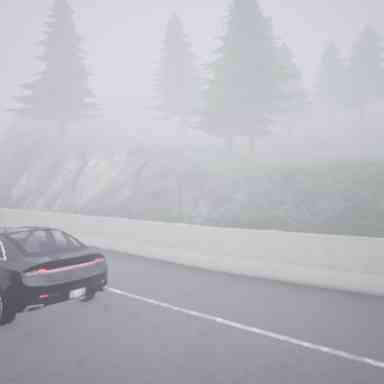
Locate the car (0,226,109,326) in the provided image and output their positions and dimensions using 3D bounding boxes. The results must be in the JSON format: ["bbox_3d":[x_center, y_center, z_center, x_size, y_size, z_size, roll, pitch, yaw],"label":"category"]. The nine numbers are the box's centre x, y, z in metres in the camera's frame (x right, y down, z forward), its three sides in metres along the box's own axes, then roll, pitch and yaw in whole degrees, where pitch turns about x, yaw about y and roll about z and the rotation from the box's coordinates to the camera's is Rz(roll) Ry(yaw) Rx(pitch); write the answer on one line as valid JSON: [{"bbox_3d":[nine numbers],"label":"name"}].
[{"bbox_3d":[-3.811,1.495,7.145,4.902,1.511,2.128,0,0,39],"label":"car"}]
